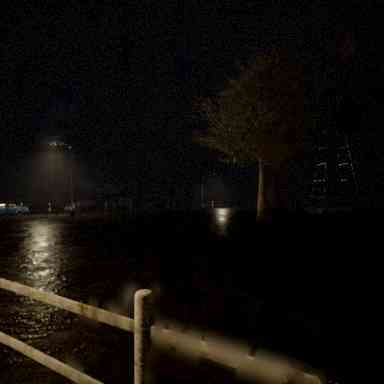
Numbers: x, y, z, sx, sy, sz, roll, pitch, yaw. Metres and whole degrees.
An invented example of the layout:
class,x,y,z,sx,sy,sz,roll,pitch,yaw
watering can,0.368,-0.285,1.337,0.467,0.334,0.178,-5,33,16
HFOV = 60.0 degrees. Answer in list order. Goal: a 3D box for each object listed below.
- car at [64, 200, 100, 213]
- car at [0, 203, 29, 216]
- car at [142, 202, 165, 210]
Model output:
class,x,y,z,sx,sy,sz,roll,pitch,yaw
car,-14.757,1.922,44.642,2.097,1.767,4.553,-2,-2,36
car,-20.728,1.948,36.333,2.033,1.411,5.357,-2,-2,35
car,-6.443,2.340,56.178,1.812,1.442,4.674,-2,-2,36
